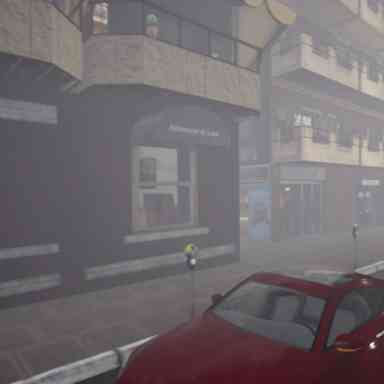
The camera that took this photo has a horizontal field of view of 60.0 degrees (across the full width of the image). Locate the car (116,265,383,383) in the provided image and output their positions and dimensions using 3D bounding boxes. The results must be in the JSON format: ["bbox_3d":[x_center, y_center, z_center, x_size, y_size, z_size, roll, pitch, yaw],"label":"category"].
[{"bbox_3d":[1.189,1.581,3.757,4.206,1.307,1.802,0,-1,-40],"label":"car"}]
